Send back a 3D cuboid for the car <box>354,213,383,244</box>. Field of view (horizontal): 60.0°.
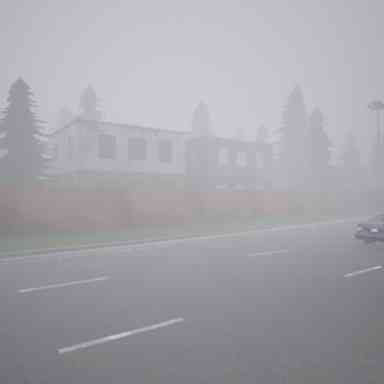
[{"bbox_3d":[9.288,1.574,14.666,5.357,1.411,2.033,0,0,-36],"label":"car"}]
